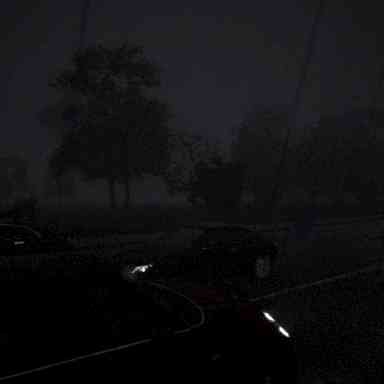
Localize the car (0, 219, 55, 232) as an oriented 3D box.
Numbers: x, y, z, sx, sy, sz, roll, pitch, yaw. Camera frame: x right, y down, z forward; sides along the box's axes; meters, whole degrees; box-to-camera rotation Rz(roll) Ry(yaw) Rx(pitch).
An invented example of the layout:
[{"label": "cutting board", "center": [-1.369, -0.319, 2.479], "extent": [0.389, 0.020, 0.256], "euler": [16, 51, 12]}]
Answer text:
[{"label": "car", "center": [-5.627, 1.505, 8.579], "extent": [4.892, 1.490, 1.837], "euler": [0, 0, -36]}]

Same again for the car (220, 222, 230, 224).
[{"label": "car", "center": [0.233, 1.526, 8.442], "extent": [4.674, 1.442, 1.812], "euler": [0, 0, -36]}]

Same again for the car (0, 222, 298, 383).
[{"label": "car", "center": [-1.132, 1.351, 2.941], "extent": [4.553, 1.767, 2.097], "euler": [0, 0, -36]}]
